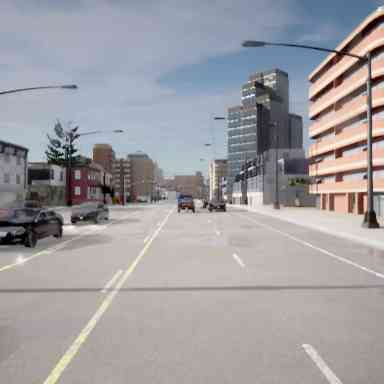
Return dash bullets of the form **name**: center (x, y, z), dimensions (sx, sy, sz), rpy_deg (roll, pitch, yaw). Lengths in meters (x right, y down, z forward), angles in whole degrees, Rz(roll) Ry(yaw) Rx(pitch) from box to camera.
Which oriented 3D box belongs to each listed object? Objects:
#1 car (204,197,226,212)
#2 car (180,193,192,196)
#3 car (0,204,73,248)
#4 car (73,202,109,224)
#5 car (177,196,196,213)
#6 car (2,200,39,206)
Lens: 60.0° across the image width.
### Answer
- **car**: center (2.863, 1.465, 38.736), dimensions (2.128, 1.511, 4.902), rpy_deg (0, 0, -1)
- **car**: center (-0.876, 1.232, 47.494), dimensions (2.150, 2.045, 5.566), rpy_deg (0, -1, -1)
- **car**: center (-7.354, 1.516, 14.891), dimensions (2.128, 1.511, 4.902), rpy_deg (0, 0, -1)
- **car**: center (-7.555, 1.507, 24.973), dimensions (1.837, 1.490, 4.892), rpy_deg (0, 0, -1)
- **car**: center (-0.638, 1.480, 37.434), dimensions (1.837, 1.490, 4.892), rpy_deg (0, 0, -1)
- **car**: center (-10.944, 1.363, 20.785), dimensions (2.097, 1.767, 4.553), rpy_deg (0, 0, -1)
